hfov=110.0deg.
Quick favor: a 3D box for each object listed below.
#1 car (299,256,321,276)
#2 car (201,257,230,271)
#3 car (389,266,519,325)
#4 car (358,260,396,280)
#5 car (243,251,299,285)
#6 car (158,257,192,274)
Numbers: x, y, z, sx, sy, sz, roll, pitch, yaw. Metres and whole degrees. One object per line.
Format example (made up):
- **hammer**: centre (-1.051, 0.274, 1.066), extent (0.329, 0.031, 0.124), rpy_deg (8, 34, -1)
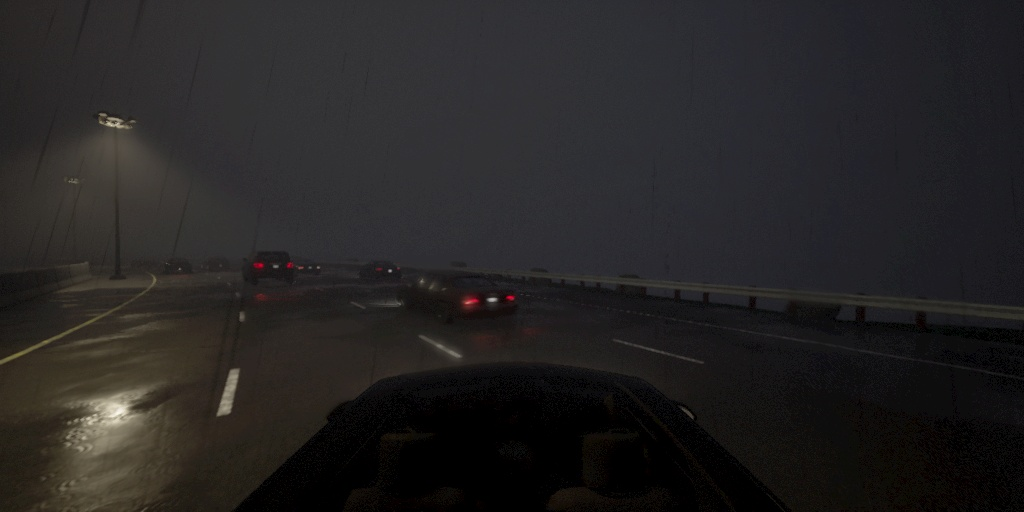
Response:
- **car**: centre (-18.021, 0.957, 30.658), extent (2.033, 1.411, 5.357), rpy_deg (-1, 1, -45)
- **car**: centre (-32.647, 0.808, 39.496), extent (4.892, 1.490, 1.837), rpy_deg (0, 0, 40)
- **car**: centre (-1.981, 1.183, 11.466), extent (2.033, 1.411, 5.357), rpy_deg (0, 1, -36)
- **car**: centre (-9.972, 1.017, 26.934), extent (1.994, 1.385, 4.181), rpy_deg (-1, 1, -41)
- **car**: centre (-15.912, 0.715, 23.354), extent (2.150, 2.045, 5.566), rpy_deg (0, 0, -43)
- **car**: centre (-32.000, 0.874, 34.203), extent (4.892, 1.490, 1.837), rpy_deg (1, 1, 42)
